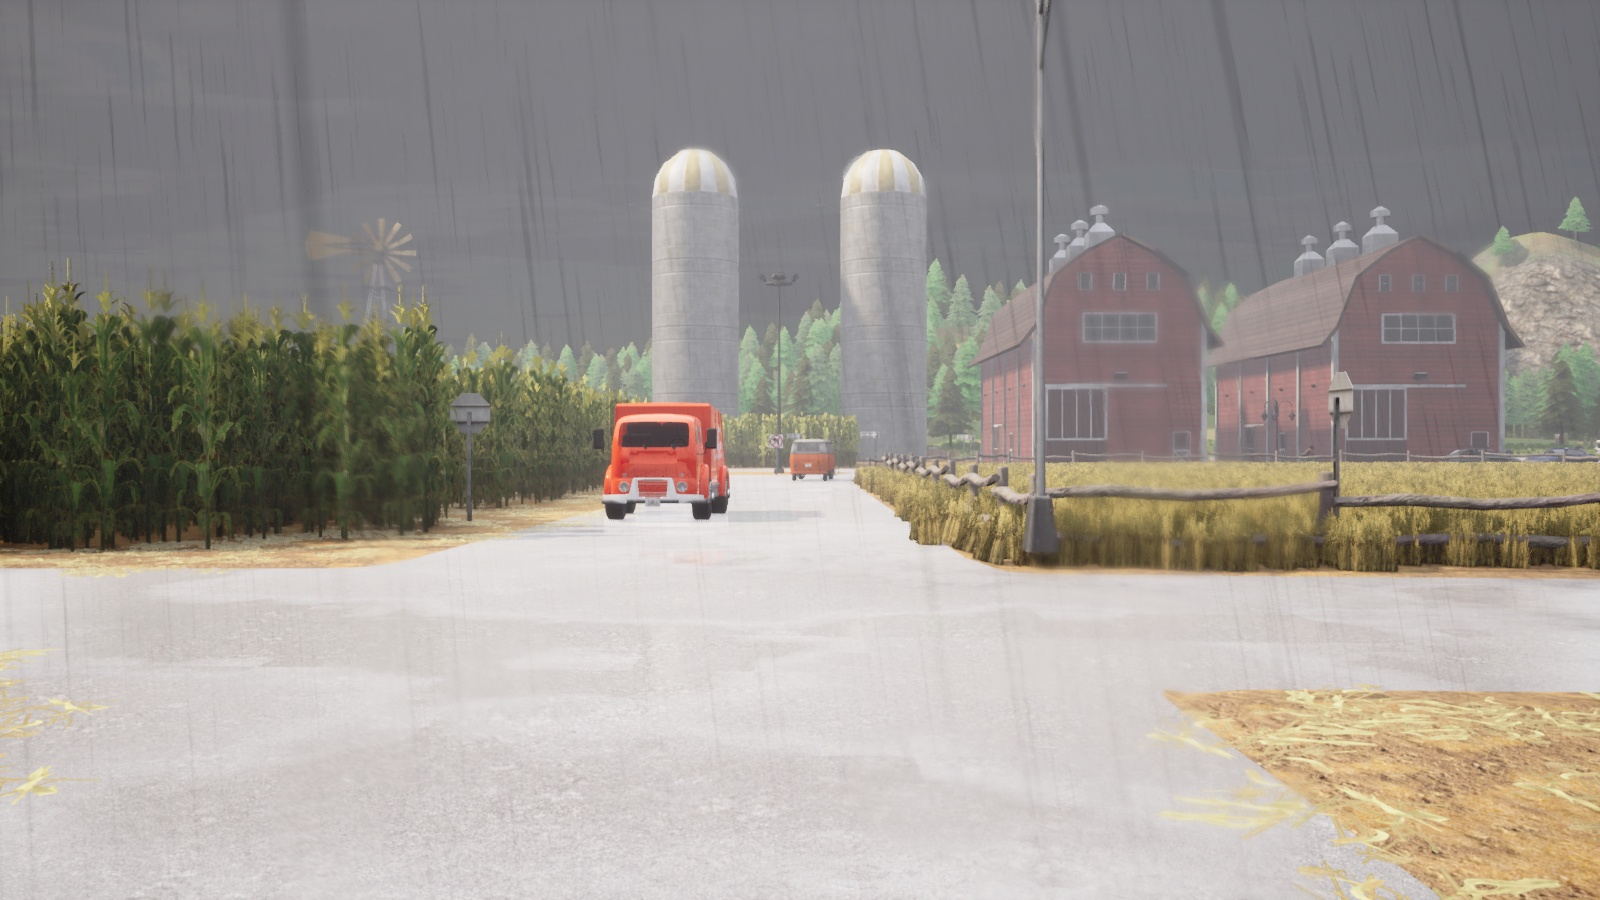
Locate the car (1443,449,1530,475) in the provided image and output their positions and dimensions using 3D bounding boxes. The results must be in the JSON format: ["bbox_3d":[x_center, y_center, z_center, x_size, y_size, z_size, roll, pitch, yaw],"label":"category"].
[{"bbox_3d":[40.555,0.683,74.284,4.193,1.474,1.816,0,0,15],"label":"car"}]

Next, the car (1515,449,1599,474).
[{"bbox_3d":[46.460,0.672,76.921,4.674,1.442,1.812,0,1,-16],"label":"car"}]

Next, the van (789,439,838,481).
[{"bbox_3d":[0.693,0.458,60.560,1.775,1.987,4.442,0,0,8],"label":"van"}]

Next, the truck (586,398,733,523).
[{"bbox_3d":[-2.925,0.219,27.569,2.627,2.467,5.204,0,0,0],"label":"truck"}]
